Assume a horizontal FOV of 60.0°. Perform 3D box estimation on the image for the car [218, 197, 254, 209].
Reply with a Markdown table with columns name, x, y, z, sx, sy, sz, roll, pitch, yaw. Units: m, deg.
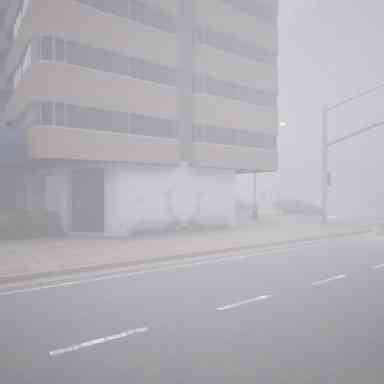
| name | x | y | z | sx | sy | sz | roll | pitch | yaw |
| --- | --- | --- | --- | --- | --- | --- | --- | --- | --- |
| car | 5.911 | 1.491 | 45.307 | 2.128 | 1.511 | 4.902 | 0 | 0 | -36 |

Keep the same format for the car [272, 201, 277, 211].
| name | x | y | z | sx | sy | sz | roll | pitch | yaw |
| --- | --- | --- | --- | --- | --- | --- | --- | --- | --- |
| car | 11.441 | 1.478 | 37.687 | 1.882 | 1.535 | 5.008 | 0 | 0 | -36 |

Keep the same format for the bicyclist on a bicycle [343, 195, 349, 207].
| name | x | y | z | sx | sy | sz | roll | pitch | yaw |
| --- | --- | --- | --- | --- | --- | --- | --- | --- | --- |
| bicyclist on a bicycle | 22.058 | 1.301 | 47.707 | 1.656 | 1.620 | 0.582 | 0 | 0 | -36 |

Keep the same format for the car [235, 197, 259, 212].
| name | x | y | z | sx | sy | sz | roll | pitch | yaw |
| --- | --- | --- | --- | --- | --- | --- | --- | --- | --- |
| car | 5.921 | 1.564 | 39.341 | 1.994 | 1.385 | 4.181 | 0 | 0 | -35 |

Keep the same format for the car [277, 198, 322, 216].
| name | x | y | z | sx | sy | sz | roll | pitch | yaw |
| --- | --- | --- | --- | --- | --- | --- | --- | --- | --- |
| car | 10.847 | 1.564 | 32.549 | 1.994 | 1.385 | 4.181 | 0 | 0 | -36 |

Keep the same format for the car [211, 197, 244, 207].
| name | x | y | z | sx | sy | sz | roll | pitch | yaw |
| --- | --- | --- | --- | --- | --- | --- | --- | --- | --- |
| car | 5.454 | 1.547 | 52.211 | 2.033 | 1.411 | 5.357 | 0 | 0 | -36 |
